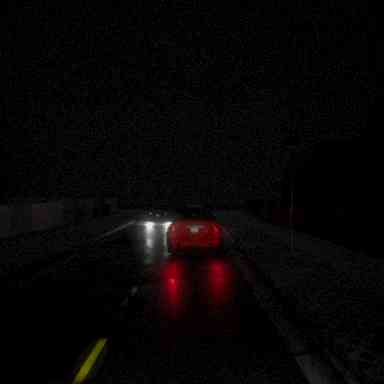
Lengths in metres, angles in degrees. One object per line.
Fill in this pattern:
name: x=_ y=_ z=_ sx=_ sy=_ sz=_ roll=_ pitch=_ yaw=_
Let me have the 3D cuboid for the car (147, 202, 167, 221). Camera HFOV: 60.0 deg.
car: x=-2.712 y=1.671 z=28.948 sx=1.837 sy=1.490 sz=4.892 roll=0 pitch=-1 yaw=1

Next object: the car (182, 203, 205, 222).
car: x=0.171 y=1.688 z=28.488 sx=1.812 sy=1.442 sz=4.674 roll=0 pitch=0 yaw=1

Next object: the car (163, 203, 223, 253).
car: x=0.121 y=1.429 z=14.295 sx=2.097 sy=1.767 sz=4.553 roll=0 pitch=0 yaw=1
